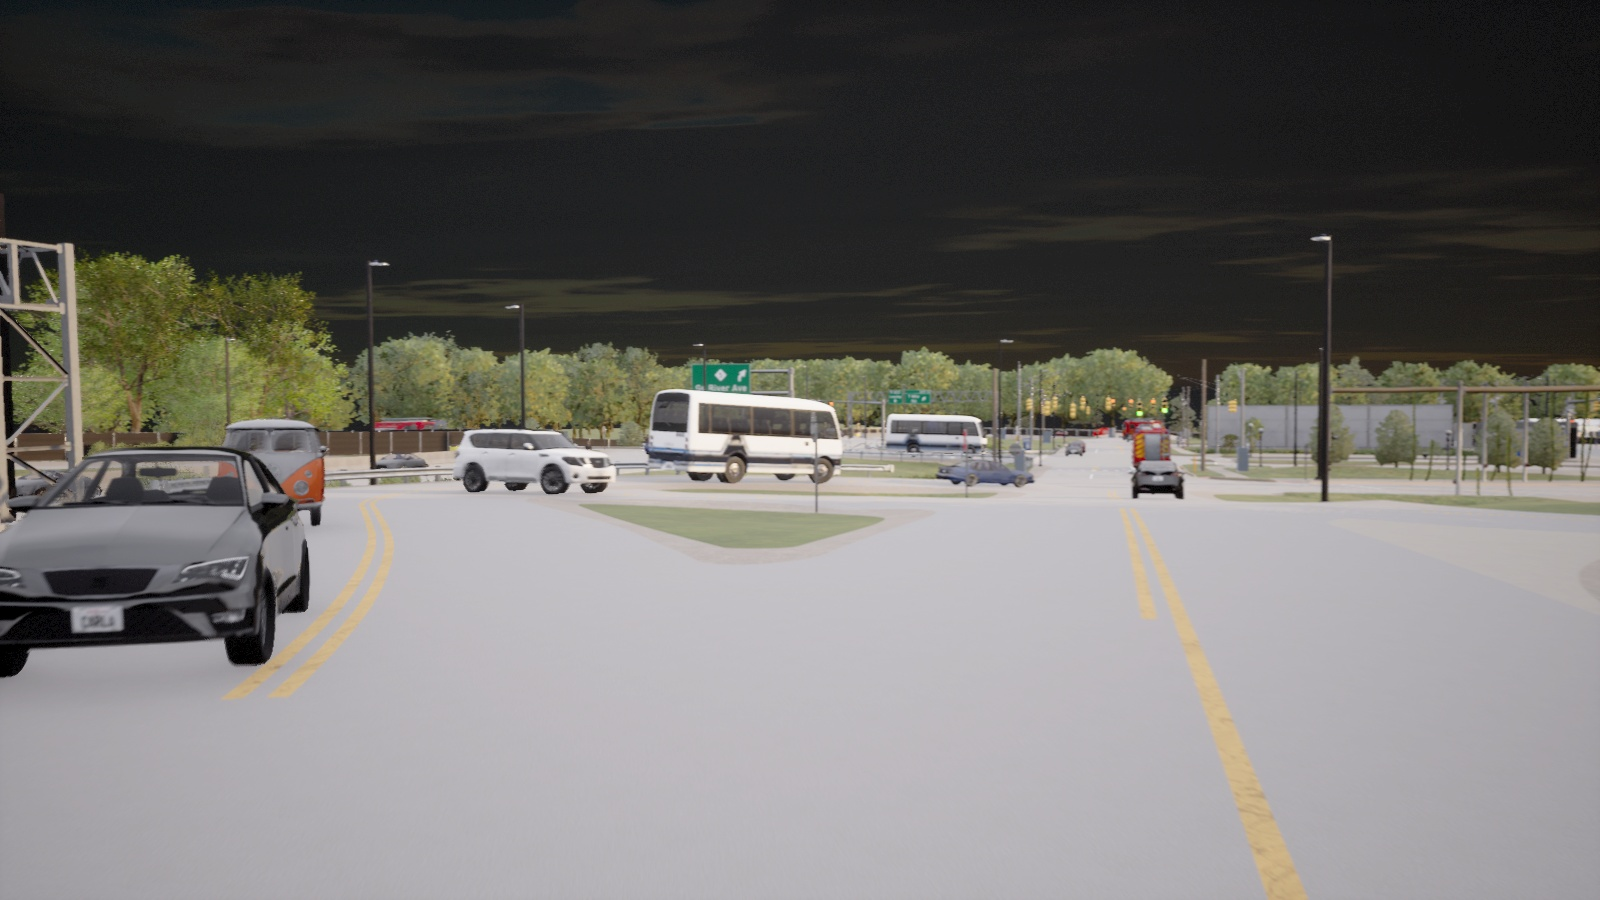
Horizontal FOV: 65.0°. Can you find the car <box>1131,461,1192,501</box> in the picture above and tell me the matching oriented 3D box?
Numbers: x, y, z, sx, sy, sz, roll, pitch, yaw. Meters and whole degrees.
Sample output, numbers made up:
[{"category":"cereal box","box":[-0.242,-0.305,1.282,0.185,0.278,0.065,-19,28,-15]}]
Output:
[{"category":"car","box":[14.138,1.219,49.302,2.163,1.488,4.792,0,-1,15]}]

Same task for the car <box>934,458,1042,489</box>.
[{"category":"car","box":[10.058,1.282,67.277,5.357,1.411,2.033,2,2,-22]}]

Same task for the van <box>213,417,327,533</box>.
[{"category":"van","box":[-9.983,0.417,23.911,1.775,1.987,4.442,-1,0,-20]}]

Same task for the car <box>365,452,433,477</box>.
[{"category":"car","box":[-24.216,0.858,76.041,1.994,1.385,4.181,0,1,14]}]

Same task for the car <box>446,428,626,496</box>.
[{"category":"car","box":[-8.427,0.346,39.909,5.566,2.045,2.150,1,0,30]}]

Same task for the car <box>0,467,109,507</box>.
[{"category":"car","box":[-30.474,1.452,50.875,1.994,1.385,4.181,0,1,14]}]

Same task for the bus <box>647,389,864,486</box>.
[{"category":"bus","box":[-2.006,-0.524,61.284,10.273,4.253,3.944,2,1,-42]}]

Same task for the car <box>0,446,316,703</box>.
[{"category":"car","box":[-4.749,0.706,9.317,1.816,1.474,4.193,0,0,-16]}]
